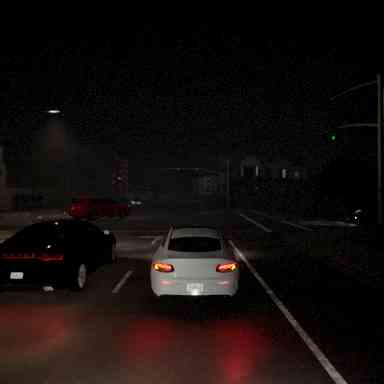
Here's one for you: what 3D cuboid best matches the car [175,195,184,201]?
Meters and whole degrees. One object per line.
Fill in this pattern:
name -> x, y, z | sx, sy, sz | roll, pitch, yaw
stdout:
car -> -3.478, 1.716, 89.317 | 2.128, 1.511, 4.902 | 0, -1, 0

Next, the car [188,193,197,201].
car -> 0.022, 1.417, 89.352 | 2.150, 2.045, 5.566 | 0, -1, 0

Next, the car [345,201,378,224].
car -> 14.255, 1.491, 25.542 | 4.553, 1.767, 2.097 | 0, -1, 0

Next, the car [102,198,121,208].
car -> -14.061, 1.916, 58.607 | 2.128, 1.511, 4.902 | 0, 0, 0

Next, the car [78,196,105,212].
car -> -14.085, 1.606, 46.906 | 2.150, 2.045, 5.566 | 0, -1, 0

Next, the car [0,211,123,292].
car -> -3.427, 1.498, 9.011 | 1.882, 1.535, 5.008 | 0, 0, 0

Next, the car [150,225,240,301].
car -> 0.069, 1.540, 8.224 | 1.812, 1.442, 4.674 | 0, 0, 0

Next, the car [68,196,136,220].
car -> -7.875, 1.407, 28.603 | 2.150, 2.045, 5.566 | 0, 0, 37

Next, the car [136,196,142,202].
car -> -13.979, 1.775, 84.730 | 1.895, 1.301, 4.718 | 0, 0, 0

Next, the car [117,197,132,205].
car -> -13.983, 1.869, 69.404 | 2.033, 1.411, 5.357 | 0, 1, 0
